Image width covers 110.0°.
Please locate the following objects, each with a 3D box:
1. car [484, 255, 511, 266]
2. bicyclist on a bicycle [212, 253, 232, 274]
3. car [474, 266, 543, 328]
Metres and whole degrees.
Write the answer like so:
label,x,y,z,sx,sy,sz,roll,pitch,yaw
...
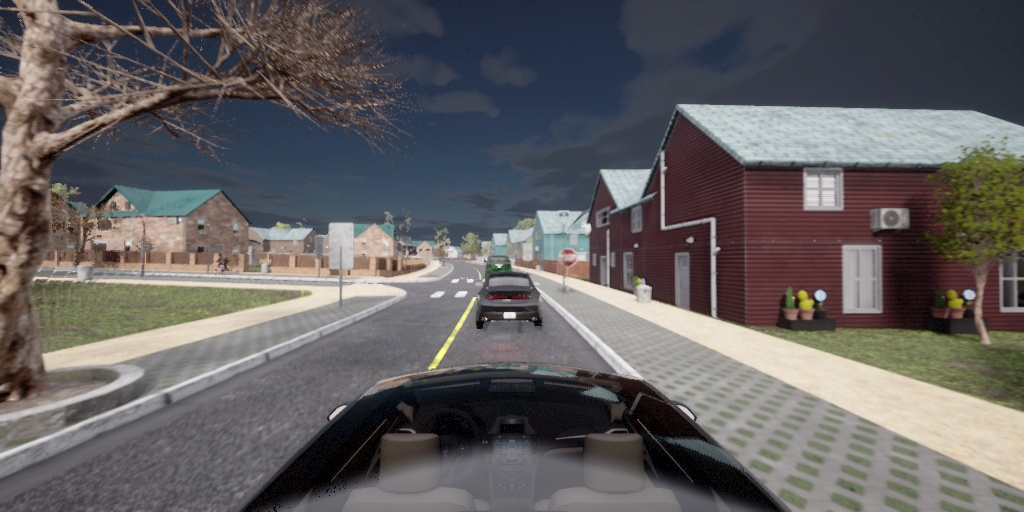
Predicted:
label,x,y,z,sx,sy,sz,roll,pitch,yaw
car,-1.248,0.928,31.060,2.150,2.045,5.566,0,0,-5
bicyclist on a bicycle,-22.208,0.592,27.489,0.582,1.620,1.656,1,0,7
car,-0.124,1.239,11.363,1.837,1.490,4.892,0,0,-2
